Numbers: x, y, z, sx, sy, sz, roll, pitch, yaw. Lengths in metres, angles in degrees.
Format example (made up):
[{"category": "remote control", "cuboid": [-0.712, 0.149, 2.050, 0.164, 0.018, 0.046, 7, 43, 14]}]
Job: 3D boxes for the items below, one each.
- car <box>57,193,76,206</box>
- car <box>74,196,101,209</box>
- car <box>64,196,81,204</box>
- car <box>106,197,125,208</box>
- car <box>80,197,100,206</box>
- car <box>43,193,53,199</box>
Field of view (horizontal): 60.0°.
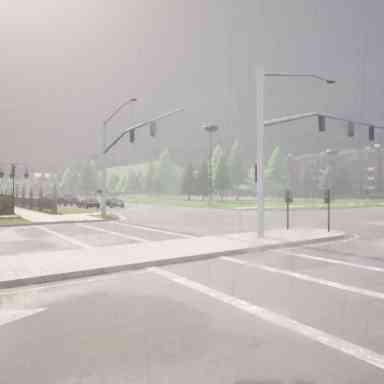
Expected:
[{"category": "car", "cuboid": [-19.858, 1.222, 53.429, 2.150, 2.045, 5.566, 0, 0, -36]}, {"category": "car", "cuboid": [-14.149, 1.601, 45.552, 1.895, 1.301, 4.718, 0, 0, -36]}, {"category": "car", "cuboid": [-23.033, 1.564, 63.865, 1.994, 1.385, 4.181, 0, 0, -36]}, {"category": "car", "cuboid": [-11.342, 1.491, 47.647, 2.128, 1.511, 4.902, 0, 0, -36]}, {"category": "car", "cuboid": [-17.101, 1.564, 55.592, 1.994, 1.385, 4.181, 0, 0, -36]}, {"category": "car", "cuboid": [-27.207, 1.223, 63.683, 2.150, 2.045, 5.566, 0, 0, -36]}]
